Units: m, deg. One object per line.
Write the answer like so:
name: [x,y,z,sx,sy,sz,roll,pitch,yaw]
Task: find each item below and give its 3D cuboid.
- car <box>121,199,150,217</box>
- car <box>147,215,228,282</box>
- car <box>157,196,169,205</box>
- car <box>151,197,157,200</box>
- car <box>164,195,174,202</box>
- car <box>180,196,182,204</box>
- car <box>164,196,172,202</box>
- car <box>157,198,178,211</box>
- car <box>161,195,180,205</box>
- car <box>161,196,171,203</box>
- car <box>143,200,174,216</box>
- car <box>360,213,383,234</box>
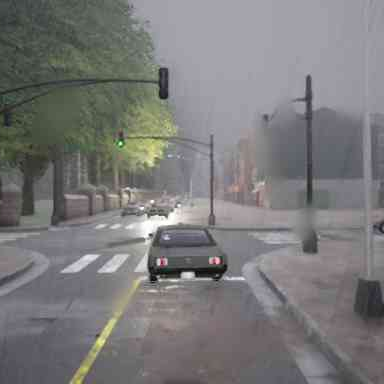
car: [-5.519,1.607,31.366,2.008,1.369,4.403,1,0,0]
car: [-0.341,1.604,9.822,1.895,1.301,4.718,0,0,-7]
car: [-5.774,1.618,65.752,1.967,1.590,4.097,1,0,0]
car: [-5.550,1.626,38.501,2.008,1.369,4.403,1,0,0]
car: [-5.952,1.621,87.553,2.192,1.841,5.009,1,0,0]
car: [-3.145,1.699,64.687,1.812,1.442,4.674,0,0,0]
car: [-5.909,1.795,81.932,1.752,1.417,4.829,1,0,0]
car: [-3.040,1.678,39.326,1.895,1.301,4.718,0,0,0]
car: [-3.106,1.633,49.046,1.812,1.442,4.674,0,0,0]
car: [-5.864,1.678,76.652,1.967,1.590,4.097,1,0,0]
car: [-2.957,1.655,30.114,1.895,1.301,4.718,0,0,0]
car: [11.635,1.482,18.034,4.674,1.442,1.812,-1,-1,1]
